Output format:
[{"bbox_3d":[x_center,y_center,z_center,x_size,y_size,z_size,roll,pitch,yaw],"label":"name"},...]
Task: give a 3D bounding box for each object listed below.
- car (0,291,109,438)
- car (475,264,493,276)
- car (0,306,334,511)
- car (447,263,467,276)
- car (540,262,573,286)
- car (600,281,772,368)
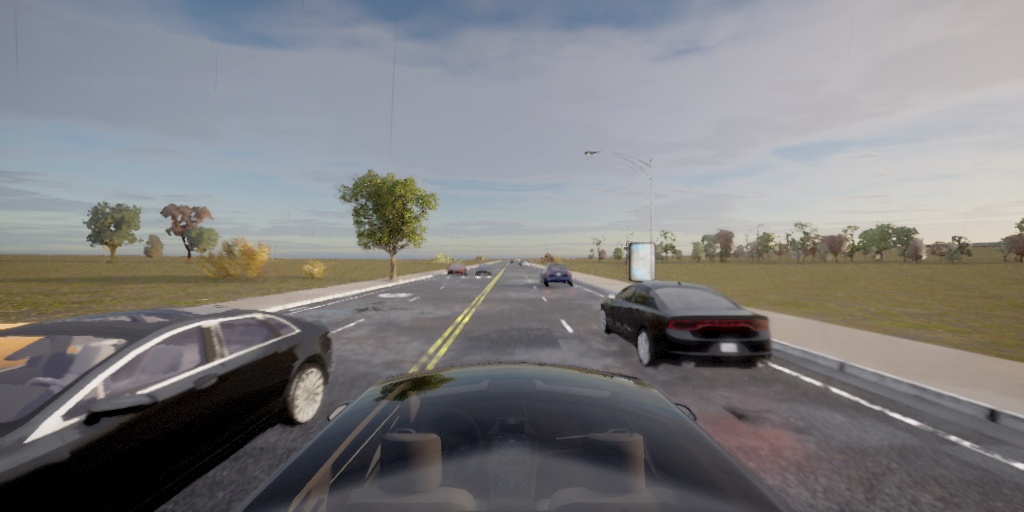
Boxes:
[{"bbox_3d":[-6.600,1.235,2.526,1.882,1.535,5.008,0,-1,0],"label":"car"},{"bbox_3d":[-3.338,1.682,43.343,2.033,1.411,5.357,0,-1,0],"label":"car"},{"bbox_3d":[-3.349,1.253,2.940,2.128,1.511,4.902,0,-1,0],"label":"car"},{"bbox_3d":[-6.585,1.612,43.359,1.882,1.535,5.008,0,0,0],"label":"car"},{"bbox_3d":[3.349,1.346,27.836,2.097,1.767,4.553,0,-1,0],"label":"car"},{"bbox_3d":[3.350,1.287,8.012,1.882,1.535,5.008,0,-1,0],"label":"car"}]
